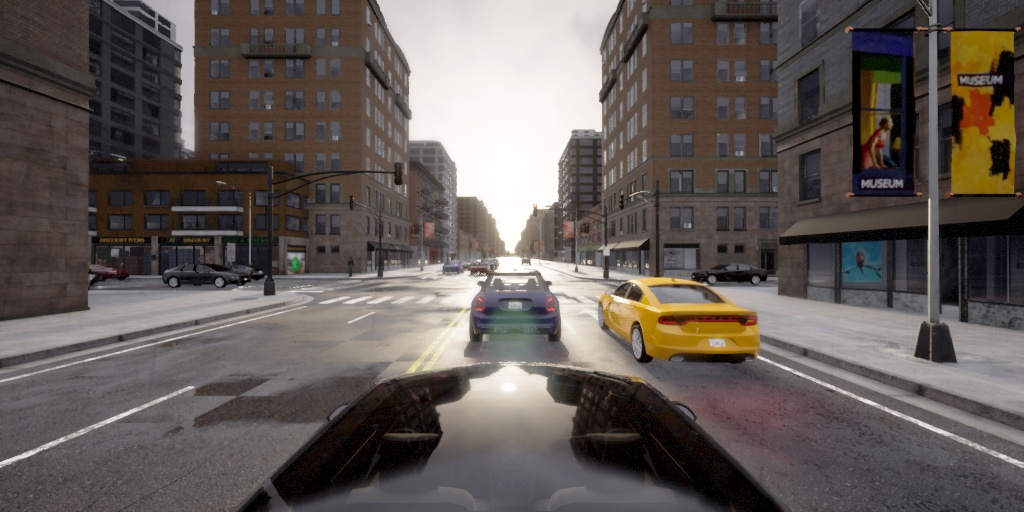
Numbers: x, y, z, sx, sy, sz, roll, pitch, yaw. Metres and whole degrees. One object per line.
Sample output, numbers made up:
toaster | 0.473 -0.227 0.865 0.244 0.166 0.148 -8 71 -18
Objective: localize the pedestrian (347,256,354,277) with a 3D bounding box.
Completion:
pedestrian | -14.188 0.920 31.491 0.375 1.860 0.375 0 0 0

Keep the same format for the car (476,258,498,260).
car | -3.419 1.099 48.178 2.097 1.767 4.553 0 0 0

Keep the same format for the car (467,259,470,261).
car | -6.663 1.310 50.040 1.994 1.385 4.181 0 0 1

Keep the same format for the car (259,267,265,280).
car | -22.167 1.330 28.642 4.313 1.339 1.948 0 0 0

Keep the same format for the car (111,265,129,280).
car | -33.189 1.344 28.681 4.207 1.307 1.802 0 0 0

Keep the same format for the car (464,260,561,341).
car | 0.077 1.102 9.977 2.097 1.767 4.553 0 0 0

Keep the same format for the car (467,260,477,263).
car | -3.407 1.350 38.702 1.895 1.301 4.718 0 0 0

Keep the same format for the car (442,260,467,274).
car | -6.656 1.226 40.662 1.882 1.535 5.008 0 0 0

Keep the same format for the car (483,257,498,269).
car | -3.425 1.096 58.144 2.097 1.767 4.553 0 0 0

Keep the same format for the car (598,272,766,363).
car | 3.315 1.228 8.176 1.882 1.535 5.008 0 0 1

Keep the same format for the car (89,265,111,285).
car | -29.758 1.232 23.185 4.902 1.511 2.128 0 0 0

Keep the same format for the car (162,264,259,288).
car | -19.617 1.248 23.148 4.892 1.490 1.837 0 0 0

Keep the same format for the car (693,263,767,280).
car | 15.844 1.267 26.327 5.008 1.535 1.882 0 0 1
